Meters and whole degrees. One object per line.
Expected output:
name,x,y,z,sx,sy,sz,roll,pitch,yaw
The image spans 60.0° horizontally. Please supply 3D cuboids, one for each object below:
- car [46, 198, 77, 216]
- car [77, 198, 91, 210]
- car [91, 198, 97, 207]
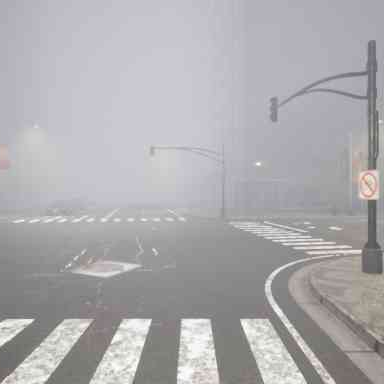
car,-13.216,1.542,33.473,1.812,1.442,4.674,0,0,-10
car,-14.808,1.503,43.305,1.882,1.535,5.008,0,0,-9
car,-16.406,1.600,53.148,1.994,1.385,4.181,0,0,-9
